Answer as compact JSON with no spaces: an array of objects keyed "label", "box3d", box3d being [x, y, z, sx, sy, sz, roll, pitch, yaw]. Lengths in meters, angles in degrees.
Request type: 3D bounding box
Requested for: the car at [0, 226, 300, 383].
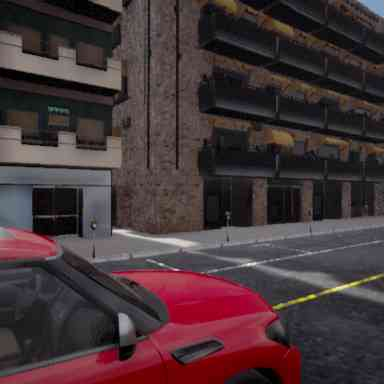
[{"label":"car","box3d":[-1.680,1.230,2.235,5.566,2.045,2.150,0,0,-36]}]
